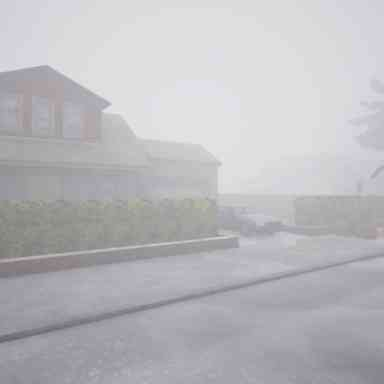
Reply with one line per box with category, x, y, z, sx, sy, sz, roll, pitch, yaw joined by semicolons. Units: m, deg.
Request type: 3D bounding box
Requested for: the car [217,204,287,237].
car;2.235;1.356;16.975;2.033;1.415;5.357;0;0;-33
